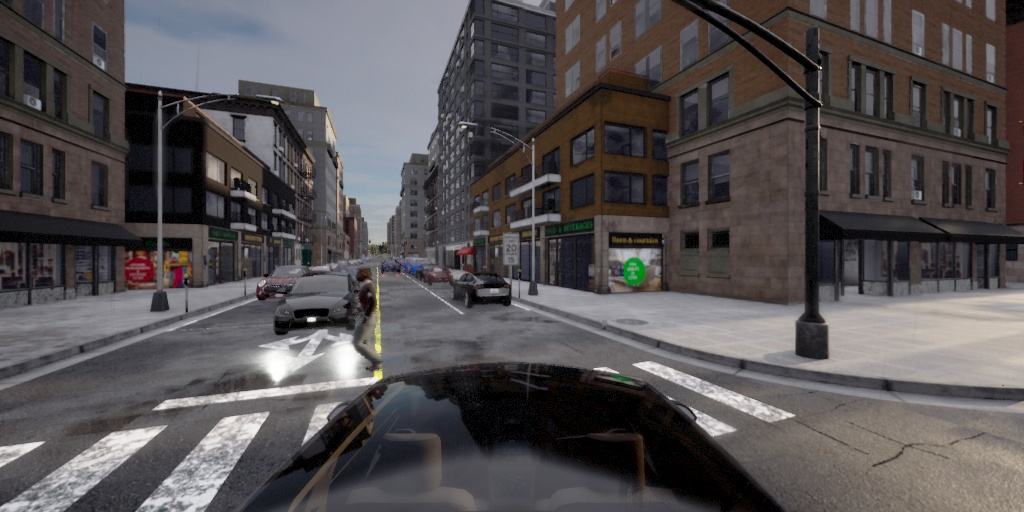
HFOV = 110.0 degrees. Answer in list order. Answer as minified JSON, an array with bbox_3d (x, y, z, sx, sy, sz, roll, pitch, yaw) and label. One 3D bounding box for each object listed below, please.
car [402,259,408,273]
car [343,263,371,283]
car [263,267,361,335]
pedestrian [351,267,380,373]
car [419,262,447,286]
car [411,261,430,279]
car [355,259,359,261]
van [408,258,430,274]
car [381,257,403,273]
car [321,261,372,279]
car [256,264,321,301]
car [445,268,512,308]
[{"bbox_3d":[-11.049,1.326,40.900,2.007,1.370,4.403,0,0,-21],"label":"car"},{"bbox_3d":[-12.455,1.328,29.036,1.994,1.385,4.181,0,0,-21],"label":"car"},{"bbox_3d":[-5.604,1.259,10.769,1.837,1.490,4.892,0,0,-21],"label":"car"},{"bbox_3d":[-2.515,1.046,6.168,0.375,1.860,0.375,0,0,-21],"label":"pedestrian"},{"bbox_3d":[-5.241,1.342,25.422,1.802,1.307,4.207,0,0,-21],"label":"car"},{"bbox_3d":[-7.177,1.330,30.581,1.948,1.339,4.313,0,0,-21],"label":"car"},{"bbox_3d":[-24.370,1.352,53.558,2.007,1.370,4.403,0,0,-21],"label":"car"},{"bbox_3d":[-9.113,1.110,35.740,1.690,1.789,3.998,0,0,-21],"label":"van"},{"bbox_3d":[-14.786,1.134,43.638,2.097,1.767,4.553,0,0,-21],"label":"car"},{"bbox_3d":[-8.938,1.249,19.653,2.128,1.511,4.902,0,0,-21],"label":"car"},{"bbox_3d":[-10.818,1.197,17.443,1.967,1.591,4.097,0,0,-21],"label":"car"},{"bbox_3d":[-1.369,1.320,15.102,1.948,1.339,4.313,0,0,-21],"label":"car"}]
